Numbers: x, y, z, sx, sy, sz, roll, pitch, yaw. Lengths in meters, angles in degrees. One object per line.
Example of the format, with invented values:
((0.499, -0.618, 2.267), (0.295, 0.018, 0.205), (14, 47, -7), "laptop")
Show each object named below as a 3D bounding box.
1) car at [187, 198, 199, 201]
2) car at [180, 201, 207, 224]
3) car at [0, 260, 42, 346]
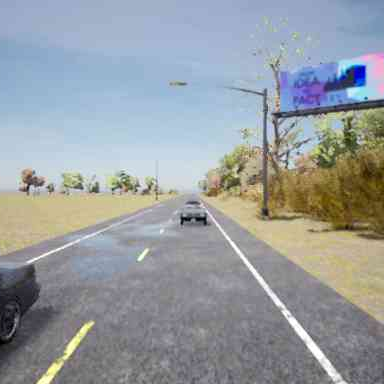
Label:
((0.108, 1.511, 43.212), (1.837, 1.490, 4.892), (0, 0, 0), "car")
((0.104, 1.605, 24.743), (1.895, 1.301, 4.718), (0, 0, 0), "car")
((-3.595, 1.548, 3.616), (2.033, 1.411, 5.357), (0, 0, 0), "car")
